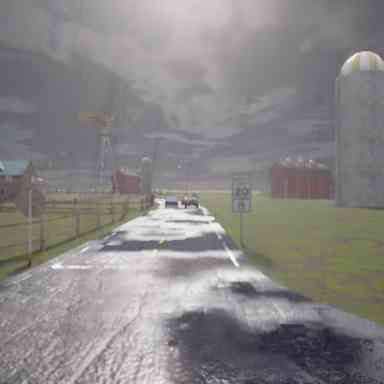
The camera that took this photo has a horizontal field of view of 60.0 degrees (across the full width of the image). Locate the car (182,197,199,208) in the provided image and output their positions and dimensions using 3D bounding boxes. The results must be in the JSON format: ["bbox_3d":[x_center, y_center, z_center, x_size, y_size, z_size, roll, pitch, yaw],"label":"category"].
[{"bbox_3d":[-0.098,1.413,45.857,1.837,1.490,4.892,0,0,-2],"label":"car"}]

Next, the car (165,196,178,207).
[{"bbox_3d":[-3.039,1.372,49.973,1.882,1.535,5.008,0,0,-2],"label":"car"}]
